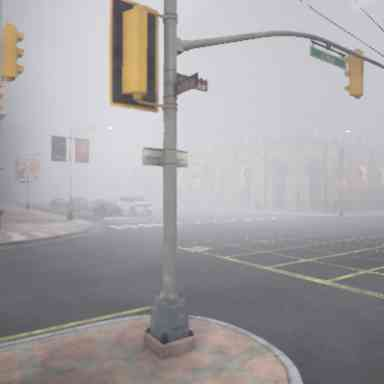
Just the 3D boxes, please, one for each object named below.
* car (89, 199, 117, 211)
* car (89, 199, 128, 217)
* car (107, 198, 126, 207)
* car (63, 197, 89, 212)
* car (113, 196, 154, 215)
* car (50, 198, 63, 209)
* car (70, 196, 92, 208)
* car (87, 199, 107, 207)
[{"bbox_3d":[-12.086,1.726,44.964,2.128,1.511,4.902,0,0,-34],"label":"car"},{"bbox_3d":[-8.557,1.742,33.760,1.994,1.385,4.181,0,0,-35],"label":"car"},{"bbox_3d":[-13.658,1.843,59.782,1.812,1.442,4.674,0,0,-34],"label":"car"},{"bbox_3d":[-14.428,1.565,42.190,2.097,1.767,4.553,0,0,-34],"label":"car"},{"bbox_3d":[-6.349,1.422,36.701,2.150,2.045,5.566,0,0,-36],"label":"car"},{"bbox_3d":[-20.311,1.726,50.793,1.882,1.535,5.008,0,0,-34],"label":"car"},{"bbox_3d":[-17.870,1.622,53.444,2.097,1.767,4.553,0,0,-34],"label":"car"},{"bbox_3d":[-16.559,1.900,57.824,1.895,1.301,4.718,0,0,-34],"label":"car"}]
